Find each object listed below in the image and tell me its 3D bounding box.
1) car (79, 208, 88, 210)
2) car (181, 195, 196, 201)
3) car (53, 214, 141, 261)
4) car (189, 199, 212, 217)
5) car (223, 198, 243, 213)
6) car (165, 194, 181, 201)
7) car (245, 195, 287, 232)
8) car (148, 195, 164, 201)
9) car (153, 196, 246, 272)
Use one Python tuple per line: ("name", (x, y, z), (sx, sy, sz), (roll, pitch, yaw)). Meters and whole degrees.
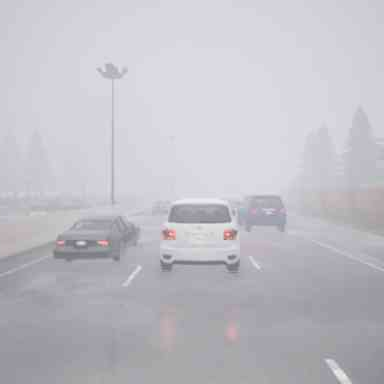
("car", (-13.183, 1.517, 37.841), (1.895, 1.301, 4.718), (0, 0, 3))
("car", (-0.802, 1.356, 77.295), (1.994, 1.385, 4.181), (0, 0, 22))
("car", (-3.167, 1.521, 12.091), (2.033, 1.411, 5.357), (0, 0, 1))
("car", (0.799, 1.478, 31.850), (2.033, 1.411, 5.357), (0, 0, 1))
("car", (4.442, 1.424, 36.595), (1.837, 1.490, 4.892), (0, 0, 2))
("car", (-4.451, 1.328, 77.655), (1.812, 1.442, 4.674), (0, 0, 22))
("car", (4.028, 1.179, 19.980), (2.150, 2.045, 5.566), (0, 0, 1))
("car", (-8.330, 1.341, 77.487), (1.812, 1.442, 4.674), (0, 0, 22))
("car", (0.274, 1.200, 10.844), (2.150, 2.045, 5.566), (0, 0, 2))
